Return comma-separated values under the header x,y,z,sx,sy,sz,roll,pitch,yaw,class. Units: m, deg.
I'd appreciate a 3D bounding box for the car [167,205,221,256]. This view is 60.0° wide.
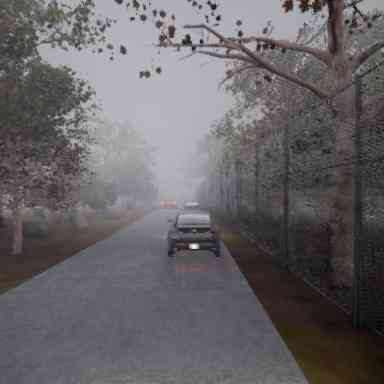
x,y,z,sx,sy,sz,roll,pitch,yaw,class
0.071,1.485,13.027,1.837,1.490,4.892,0,0,0,car

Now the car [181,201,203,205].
x,y,z,sx,sy,sz,roll,pitch,yaw,class
0.027,1.486,29.233,1.812,1.442,4.674,0,0,0,car

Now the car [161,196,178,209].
x,y,z,sx,sy,sz,roll,pitch,yaw,class
-2.974,1.370,44.148,2.097,1.767,4.553,0,0,0,car
